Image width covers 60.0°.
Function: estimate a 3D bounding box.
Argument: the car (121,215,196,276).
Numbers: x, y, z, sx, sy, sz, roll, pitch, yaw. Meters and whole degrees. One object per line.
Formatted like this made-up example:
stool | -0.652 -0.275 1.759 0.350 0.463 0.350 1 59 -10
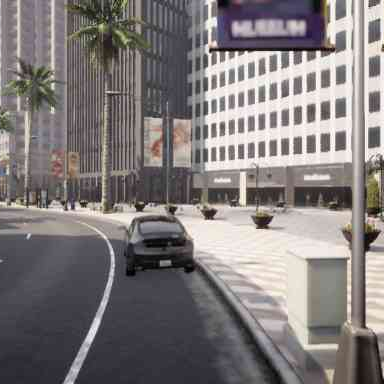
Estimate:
car | -1.179 1.491 10.451 1.837 1.490 4.892 0 0 -13
